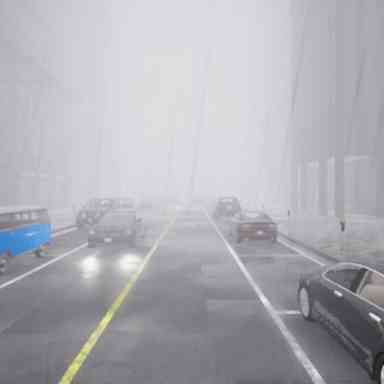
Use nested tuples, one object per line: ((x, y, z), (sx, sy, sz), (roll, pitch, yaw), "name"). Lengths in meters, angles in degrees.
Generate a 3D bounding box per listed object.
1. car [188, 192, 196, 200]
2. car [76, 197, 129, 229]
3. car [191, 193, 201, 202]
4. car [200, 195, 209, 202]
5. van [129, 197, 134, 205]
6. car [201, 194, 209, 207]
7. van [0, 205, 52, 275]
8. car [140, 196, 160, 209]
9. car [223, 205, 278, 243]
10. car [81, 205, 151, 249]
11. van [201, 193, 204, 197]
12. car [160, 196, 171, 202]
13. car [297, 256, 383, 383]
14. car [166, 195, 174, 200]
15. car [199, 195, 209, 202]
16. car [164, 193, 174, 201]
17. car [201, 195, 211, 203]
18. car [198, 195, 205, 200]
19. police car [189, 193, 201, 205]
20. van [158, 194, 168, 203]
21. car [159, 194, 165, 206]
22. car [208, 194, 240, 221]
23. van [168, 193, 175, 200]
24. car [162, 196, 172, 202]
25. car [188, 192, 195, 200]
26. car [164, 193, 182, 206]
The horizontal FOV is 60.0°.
((-0.002, 1.024, 89.793), (2.150, 2.045, 5.566), (0, 0, 0), "car")
((-5.765, 1.292, 21.351), (2.192, 1.841, 5.009), (0, 0, 0), "car")
((0.856, 1.178, 72.530), (2.150, 2.045, 5.566), (0, 0, 0), "car")
((2.758, 1.481, 72.263), (1.752, 1.417, 4.829), (0, 0, 0), "car")
((-5.765, 1.314, 26.987), (1.690, 1.788, 3.998), (0, 0, 0), "van")
((2.759, 1.486, 49.718), (1.752, 1.417, 4.829), (0, 0, 0), "car")
((-5.765, 1.330, 10.078), (1.690, 1.788, 3.998), (0, 0, 0), "van")
((-5.766, 1.508, 43.898), (1.887, 1.381, 4.507), (0, 0, 0), "car")
((2.760, 1.527, 15.731), (1.887, 1.381, 4.507), (0, 0, 0), "car")
((-3.101, 1.509, 14.607), (1.812, 1.442, 4.674), (0, 0, 0), "car")
((2.758, 1.300, 55.184), (1.690, 1.788, 3.998), (0, 0, 0), "van")
((-5.767, 1.522, 72.082), (1.947, 1.339, 4.313), (0, 0, 0), "car")
((2.761, 1.545, 4.458), (2.008, 1.369, 4.403), (0, 0, 0), "car")
((-5.767, 1.498, 88.992), (1.887, 1.381, 4.507), (0, 0, 0), "car")
((2.758, 1.505, 77.730), (2.008, 1.369, 4.403), (0, 0, 0), "car")
((-5.768, 1.269, 83.355), (2.192, 1.841, 5.009), (0, 0, 0), "car")
((2.758, 1.397, 66.457), (1.967, 1.590, 4.097), (0, 0, 0), "car")
((2.757, 1.518, 94.638), (1.947, 1.339, 4.313), (0, 0, 0), "car")
((0.898, 1.384, 56.609), (1.930, 1.638, 5.238), (0, 0, 0), "police car")
((-5.767, 1.298, 66.445), (1.690, 1.788, 3.998), (0, 0, 0), "van")
((-5.766, 1.525, 55.171), (1.947, 1.339, 4.313), (0, 0, 0), "car")
((2.759, 1.287, 27.003), (2.192, 1.841, 5.009), (0, 0, 0), "car")
((-5.768, 1.293, 94.629), (1.690, 1.788, 3.998), (0, 0, 0), "van")
((-5.767, 1.521, 77.718), (1.947, 1.339, 4.313), (0, 0, 0), "car")
((0.771, 1.309, 66.449), (2.097, 1.767, 4.553), (0, 0, -2), "car")
((-3.064, 1.437, 55.319), (1.882, 1.535, 5.008), (0, 0, 0), "car")
